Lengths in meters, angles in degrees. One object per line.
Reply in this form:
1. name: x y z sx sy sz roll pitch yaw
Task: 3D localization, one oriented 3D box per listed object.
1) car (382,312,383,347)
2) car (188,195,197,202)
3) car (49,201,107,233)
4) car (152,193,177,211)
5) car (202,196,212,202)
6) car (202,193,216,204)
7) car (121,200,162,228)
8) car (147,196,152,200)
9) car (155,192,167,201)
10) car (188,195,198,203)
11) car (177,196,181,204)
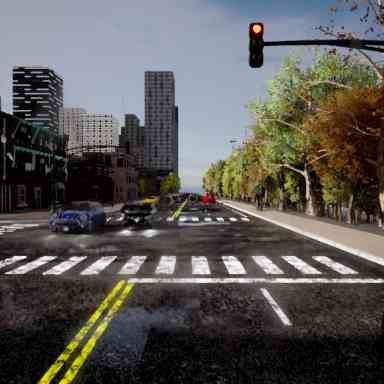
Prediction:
1. car: 3.355 1.491 2.342 2.128 1.511 4.902 0 0 0
2. car: 0.115 1.446 76.495 1.882 1.535 5.008 0 0 0
3. car: -6.571 1.347 19.613 2.097 1.767 4.553 0 0 0
4. car: -3.292 1.338 40.963 2.097 1.767 4.553 0 0 0
5. car: 3.361 1.522 75.874 1.994 1.385 4.181 0 0 0
6. car: 3.441 1.196 65.290 2.150 2.045 5.566 0 0 1
7. car: -3.317 1.501 22.401 1.837 1.490 4.892 0 -1 0
8. car: -6.513 1.458 54.142 1.882 1.535 5.008 0 0 0
9. car: -6.400 0.943 69.622 2.097 1.767 4.553 0 0 0
10. car: 0.196 1.466 66.188 2.128 1.511 4.902 0 0 0
11. car: -3.202 1.482 64.504 1.837 1.490 4.892 0 0 1
